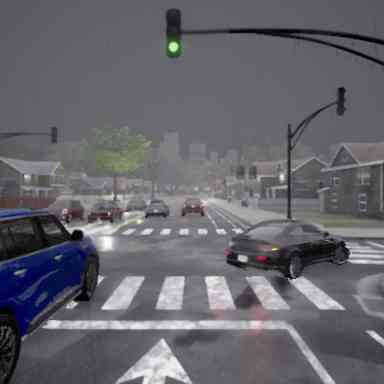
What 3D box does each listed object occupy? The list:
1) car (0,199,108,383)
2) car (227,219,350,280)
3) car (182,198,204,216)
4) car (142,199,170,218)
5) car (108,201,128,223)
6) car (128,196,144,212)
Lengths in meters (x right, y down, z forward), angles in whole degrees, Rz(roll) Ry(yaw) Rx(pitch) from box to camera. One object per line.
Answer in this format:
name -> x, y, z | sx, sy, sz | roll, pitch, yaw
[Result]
car -> -3.150, 1.232, 5.160 | 2.150, 2.045, 5.566 | 0, 0, 0
car -> 2.977, 1.563, 10.100 | 4.674, 1.442, 1.812 | 1, -1, -44
car -> 0.103, 1.401, 33.584 | 2.097, 1.767, 4.553 | 0, 0, 0
car -> -3.147, 1.611, 30.916 | 1.994, 1.385, 4.181 | 0, 0, 0
car -> -6.596, 1.642, 25.754 | 1.895, 1.301, 4.718 | 0, 0, 0
car -> -6.585, 1.558, 39.577 | 1.837, 1.490, 4.892 | 0, 0, 0
